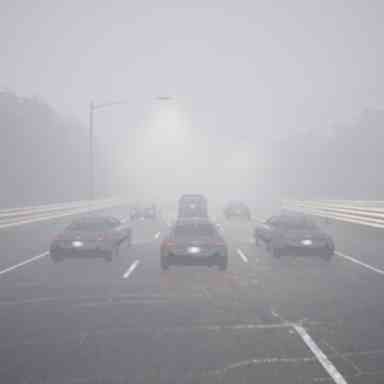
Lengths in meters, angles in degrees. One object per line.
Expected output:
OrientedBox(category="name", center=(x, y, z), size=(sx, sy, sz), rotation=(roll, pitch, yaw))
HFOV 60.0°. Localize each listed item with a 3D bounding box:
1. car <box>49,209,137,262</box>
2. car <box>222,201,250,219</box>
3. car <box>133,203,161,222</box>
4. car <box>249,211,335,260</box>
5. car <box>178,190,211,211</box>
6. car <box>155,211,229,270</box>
OrientedBox(category="car", center=(-3.424, 1.524, 12.001), size=(1.994, 1.385, 4.181), rotation=(0, 0, 0))
OrientedBox(category="car", center=(3.585, 1.443, 27.496), size=(1.994, 1.385, 4.181), rotation=(0, 0, 0))
OrientedBox(category="car", center=(-3.429, 1.498, 25.261), size=(1.895, 1.301, 4.718), rotation=(0, 0, 0))
OrientedBox(category="car", center=(3.576, 1.523, 12.310), size=(1.994, 1.385, 4.181), rotation=(0, 0, 0))
OrientedBox(category="car", center=(0.073, 1.118, 25.632), size=(2.150, 2.045, 5.566), rotation=(0, 1, 0))
OrientedBox(category="car", center=(0.069, 1.526, 10.940), size=(1.994, 1.385, 4.181), rotation=(0, 0, 0))
